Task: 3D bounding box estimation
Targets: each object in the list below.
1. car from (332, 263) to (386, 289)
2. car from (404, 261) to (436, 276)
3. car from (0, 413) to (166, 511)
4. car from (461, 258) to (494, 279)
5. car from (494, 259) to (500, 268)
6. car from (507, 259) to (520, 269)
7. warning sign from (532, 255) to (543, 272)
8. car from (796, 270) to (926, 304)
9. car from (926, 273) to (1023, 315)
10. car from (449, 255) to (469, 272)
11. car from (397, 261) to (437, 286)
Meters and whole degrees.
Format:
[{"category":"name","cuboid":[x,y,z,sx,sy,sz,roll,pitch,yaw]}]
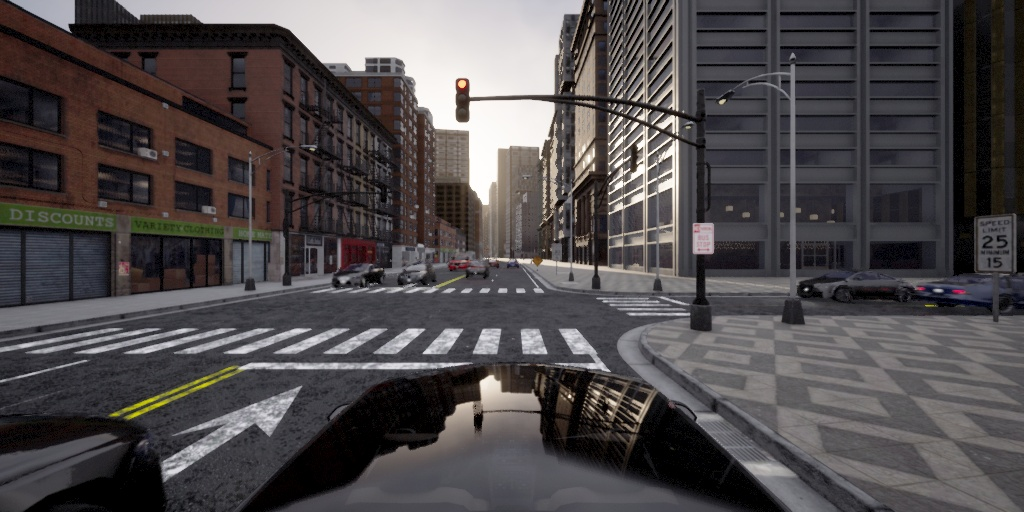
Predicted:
[{"category":"car","cuboid":[-9.804,1.238,23.281,2.128,1.511,4.902,0,0,0]},{"category":"car","cuboid":[-9.771,1.281,38.664,2.033,1.411,5.357,0,0,0]},{"category":"car","cuboid":[-3.152,1.239,0.279,2.128,1.511,4.902,0,0,0]},{"category":"car","cuboid":[-3.083,1.231,32.941,2.128,1.511,4.902,0,0,0]},{"category":"car","cuboid":[-3.070,1.239,59.260,1.812,1.442,4.674,0,0,1]},{"category":"car","cuboid":[0.160,1.241,57.357,1.812,1.442,4.674,0,0,1]},{"category":"warning sign","cuboid":[2.934,0.846,41.273,1.300,1.860,1.060,0,0,0]},{"category":"car","cuboid":[15.242,1.328,16.123,4.181,1.385,1.994,0,0,0]},{"category":"car","cuboid":[18.002,1.310,12.980,5.357,1.411,2.033,0,0,1]},{"category":"car","cuboid":[-6.506,0.948,45.306,2.150,2.045,5.566,0,0,0]},{"category":"car","cuboid":[-6.537,1.271,25.143,1.812,1.442,4.674,0,0,0]}]
